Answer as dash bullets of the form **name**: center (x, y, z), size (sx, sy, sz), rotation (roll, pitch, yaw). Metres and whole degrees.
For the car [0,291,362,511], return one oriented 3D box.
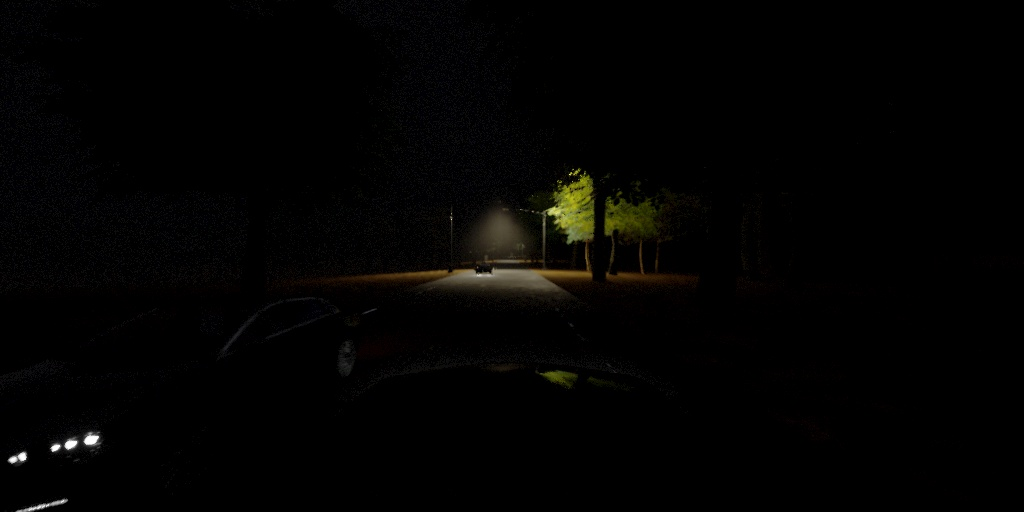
- **car**: center (-3.594, 1.250, 4.465), size (2.128, 1.511, 4.902), rotation (0, 0, 0)

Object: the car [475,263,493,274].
- **car**: center (-3.562, 1.622, 46.106), size (1.994, 1.385, 4.181), rotation (0, 0, 0)
